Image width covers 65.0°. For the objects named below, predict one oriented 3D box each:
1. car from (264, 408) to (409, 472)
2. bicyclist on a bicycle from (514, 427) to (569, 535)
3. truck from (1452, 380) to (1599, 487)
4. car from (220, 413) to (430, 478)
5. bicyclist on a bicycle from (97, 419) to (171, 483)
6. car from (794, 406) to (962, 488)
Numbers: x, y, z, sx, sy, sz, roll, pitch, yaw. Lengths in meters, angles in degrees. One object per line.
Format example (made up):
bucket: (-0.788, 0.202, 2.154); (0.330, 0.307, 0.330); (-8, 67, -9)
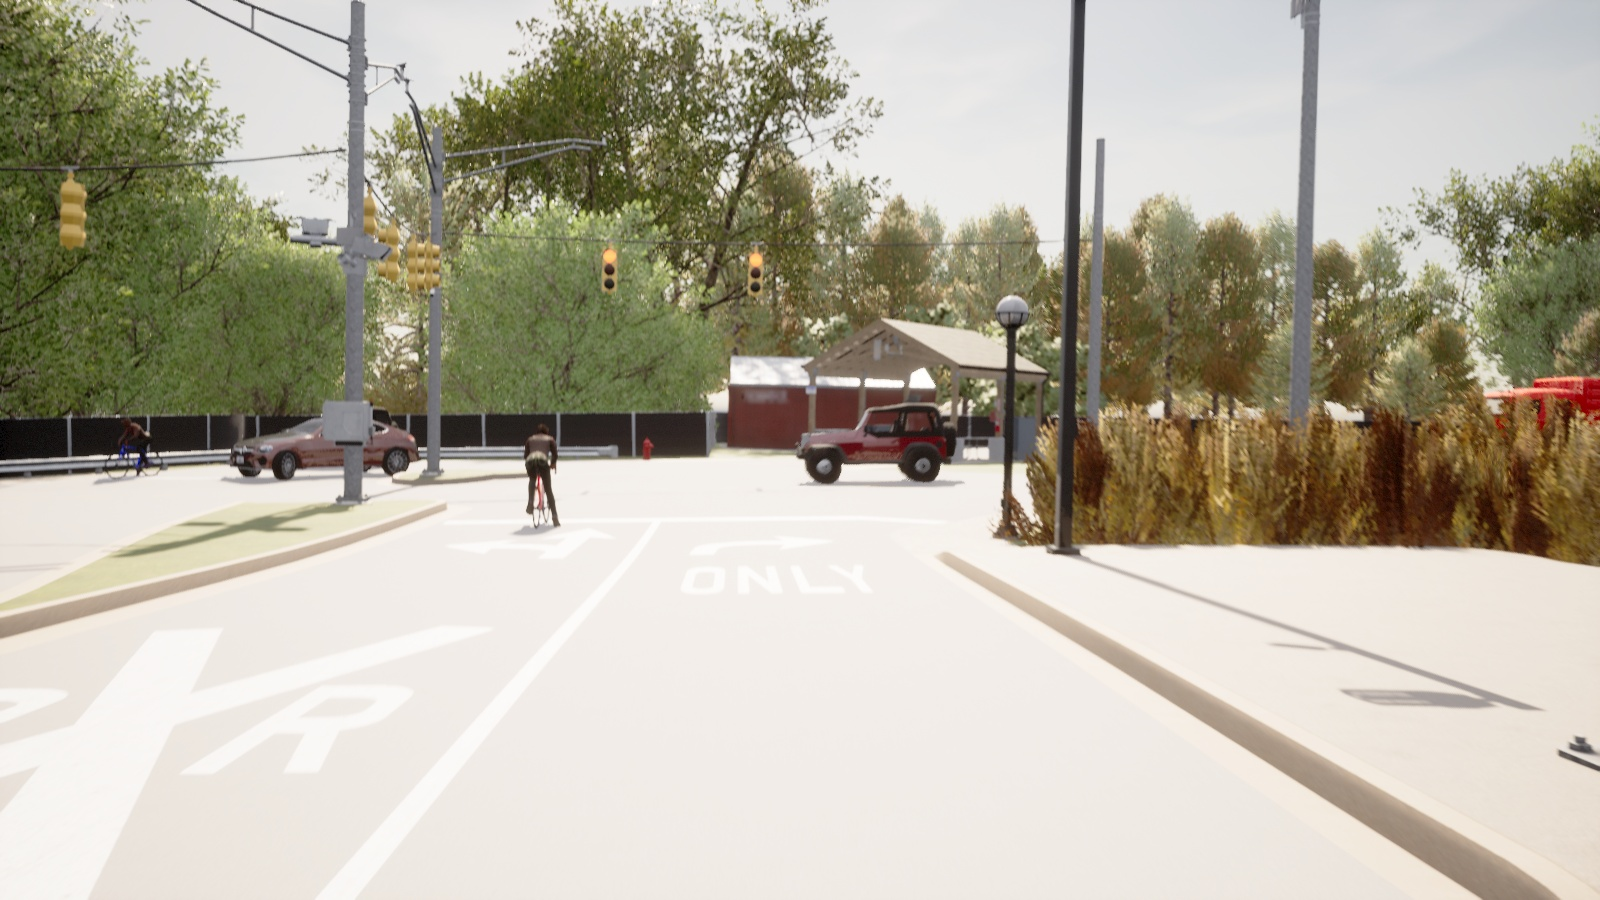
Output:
car: (-14.458, -0.336, 39.242); (3.866, 1.878, 1.905); (-1, 3, -37)
bicyclist on a bicycle: (-4.105, 0.464, 20.009); (0.582, 1.620, 1.656); (0, 2, -2)
truck: (19.090, -0.401, 30.390); (5.204, 2.467, 2.627); (1, 2, 1)
car: (-13.072, -0.167, 34.821); (2.152, 1.651, 5.027); (2, 2, 40)
bicyclist on a bicycle: (-17.968, 0.004, 33.893); (0.582, 1.620, 1.656); (2, 4, 30)
car: (1.808, -0.096, 30.184); (3.866, 1.878, 1.905); (-1, 1, -1)
